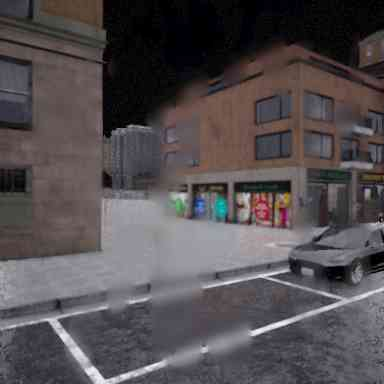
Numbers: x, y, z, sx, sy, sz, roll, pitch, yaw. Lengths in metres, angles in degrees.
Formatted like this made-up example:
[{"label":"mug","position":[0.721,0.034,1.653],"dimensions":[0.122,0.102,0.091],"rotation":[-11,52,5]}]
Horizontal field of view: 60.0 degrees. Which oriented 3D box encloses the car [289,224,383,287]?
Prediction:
[{"label":"car","position":[4.650,1.619,9.527],"dimensions":[4.313,1.339,1.947],"rotation":[0,0,-35]}]
